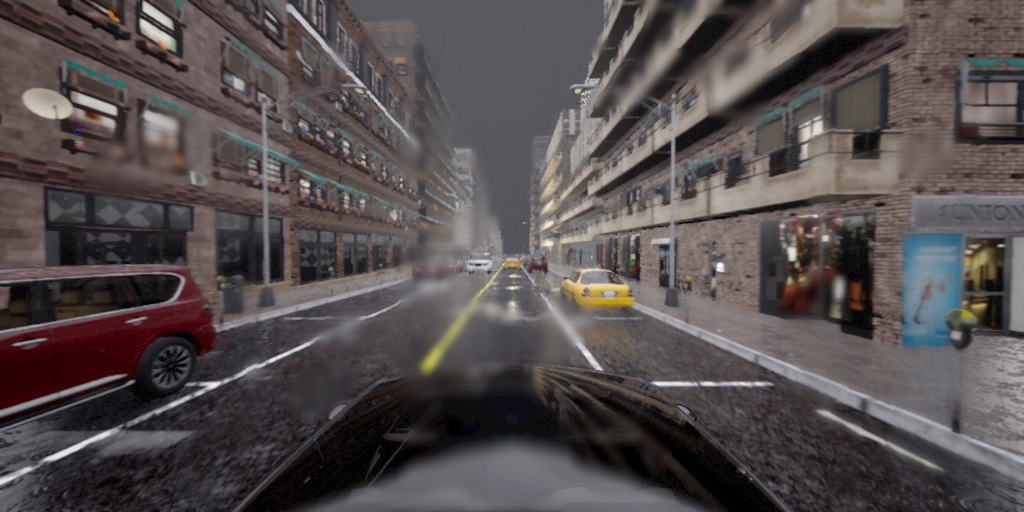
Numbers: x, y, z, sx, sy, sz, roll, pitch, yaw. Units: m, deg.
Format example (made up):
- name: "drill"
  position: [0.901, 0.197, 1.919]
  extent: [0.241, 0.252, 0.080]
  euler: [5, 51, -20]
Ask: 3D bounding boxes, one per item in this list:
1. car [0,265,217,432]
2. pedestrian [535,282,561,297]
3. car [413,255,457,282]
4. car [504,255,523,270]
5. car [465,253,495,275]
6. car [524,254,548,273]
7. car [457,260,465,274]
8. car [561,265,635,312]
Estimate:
- name: "car"
  position: [-5.702, 1.049, 3.688]
  extent: [2.192, 1.841, 5.009]
  euler: [0, 0, 0]
- name: "pedestrian"
  position: [2.011, 1.663, 16.926]
  extent: [1.860, 0.375, 0.375]
  euler: [2, -24, 17]
- name: "car"
  position: [-5.698, 0.876, 26.344]
  extent: [2.192, 1.841, 5.009]
  euler: [0, 0, 0]
- name: "car"
  position: [0.076, 0.911, 43.340]
  extent: [1.882, 1.535, 5.008]
  euler: [0, 0, 0]
- name: "car"
  position: [-3.097, 0.710, 35.656]
  extent: [2.150, 2.045, 5.566]
  euler: [0, 1, 0]
- name: "car"
  position: [2.679, 0.791, 37.641]
  extent: [2.192, 1.841, 5.009]
  euler: [0, 0, 0]
- name: "car"
  position: [-5.700, 0.958, 32.007]
  extent: [1.967, 1.591, 4.097]
  euler: [0, 0, 0]
- name: "car"
  position: [2.997, 1.114, 13.617]
  extent: [1.801, 1.575, 5.366]
  euler: [0, 0, 0]
